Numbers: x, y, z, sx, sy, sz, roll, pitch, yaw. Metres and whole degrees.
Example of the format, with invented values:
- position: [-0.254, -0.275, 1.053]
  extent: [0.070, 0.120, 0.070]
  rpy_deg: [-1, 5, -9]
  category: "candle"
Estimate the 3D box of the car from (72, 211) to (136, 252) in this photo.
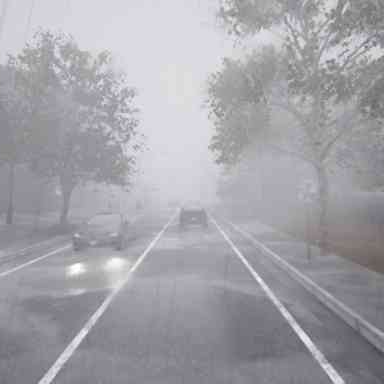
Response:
- position: [-3.589, 1.584, 14.370]
  extent: [1.812, 1.442, 4.674]
  rpy_deg: [0, 0, 0]
  category: "car"

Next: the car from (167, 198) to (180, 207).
- position: [-3.042, 1.721, 57.283]
  extent: [1.882, 1.535, 5.008]
  rpy_deg: [0, 0, 5]
  category: "car"

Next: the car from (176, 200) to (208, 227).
- position: [0.098, 1.574, 23.857]
  extent: [1.882, 1.535, 5.008]
  rpy_deg: [0, 0, 0]
  category: "car"

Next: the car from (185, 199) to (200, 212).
- position: [0.102, 1.695, 41.827]
  extent: [1.812, 1.442, 4.674]
  rpy_deg: [0, 0, 0]
  category: "car"
